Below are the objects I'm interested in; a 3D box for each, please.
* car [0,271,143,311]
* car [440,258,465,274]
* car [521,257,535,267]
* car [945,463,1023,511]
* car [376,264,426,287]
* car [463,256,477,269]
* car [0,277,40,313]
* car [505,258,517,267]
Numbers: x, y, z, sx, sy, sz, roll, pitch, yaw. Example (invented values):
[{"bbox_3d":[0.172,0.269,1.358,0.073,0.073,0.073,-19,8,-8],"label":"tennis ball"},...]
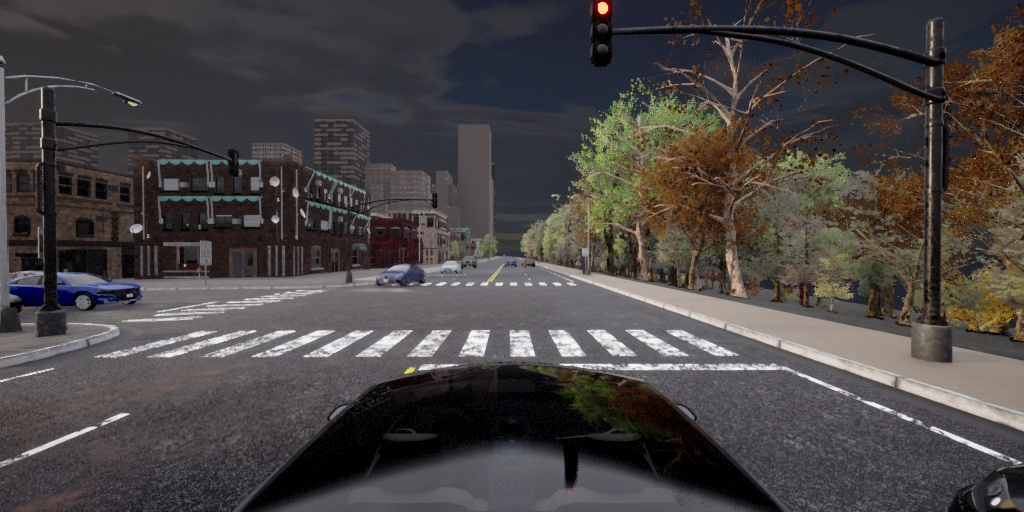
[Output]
[{"bbox_3d":[-18.751,1.435,15.209,5.008,1.535,1.882,-1,1,-1],"label":"car"},{"bbox_3d":[-6.785,1.262,40.121,1.812,1.442,4.674,0,0,0],"label":"car"},{"bbox_3d":[3.052,1.231,63.211,1.837,1.490,4.892,0,0,0],"label":"car"},{"bbox_3d":[3.363,1.314,0.173,1.994,1.385,4.181,0,0,-1],"label":"car"},{"bbox_3d":[-7.426,1.269,24.528,1.812,1.442,4.674,0,0,10],"label":"car"},{"bbox_3d":[-6.852,0.953,57.941,2.150,2.045,5.566,0,0,0],"label":"car"},{"bbox_3d":[-19.998,1.565,12.493,4.313,1.339,1.948,0,0,0],"label":"car"},{"bbox_3d":[-0.203,1.078,63.995,2.097,1.767,4.553,0,0,0],"label":"car"}]
